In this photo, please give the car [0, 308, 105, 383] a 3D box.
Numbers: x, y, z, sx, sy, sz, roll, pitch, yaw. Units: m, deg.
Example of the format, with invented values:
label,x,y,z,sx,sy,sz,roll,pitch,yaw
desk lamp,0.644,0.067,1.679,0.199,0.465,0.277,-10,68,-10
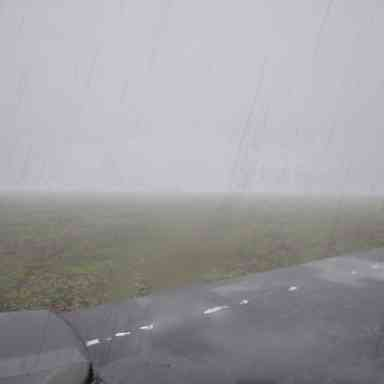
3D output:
label,x,y,z,sx,sy,sz,roll,pitch,yaw
car,-3.183,1.550,1.717,5.357,1.411,2.033,0,0,-35
